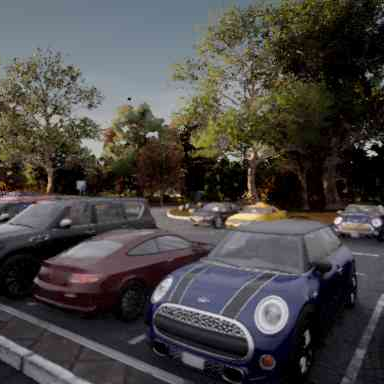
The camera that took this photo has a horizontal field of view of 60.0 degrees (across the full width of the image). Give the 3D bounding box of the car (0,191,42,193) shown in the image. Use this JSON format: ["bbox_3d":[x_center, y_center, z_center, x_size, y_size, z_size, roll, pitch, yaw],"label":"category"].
[{"bbox_3d":[-18.846,0.964,35.964,2.435,2.045,5.566,1,0,35],"label":"car"}]

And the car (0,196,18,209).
[{"bbox_3d":[-23.371,1.216,39.215,2.002,1.452,4.674,0,0,35],"label":"car"}]

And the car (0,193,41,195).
[{"bbox_3d":[-5.572,1.154,10.471,2.435,2.045,5.566,1,0,35],"label":"car"}]

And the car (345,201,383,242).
[{"bbox_3d":[8.526,1.340,16.566,2.185,1.767,4.553,1,0,35],"label":"car"}]

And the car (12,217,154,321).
[{"bbox_3d":[-0.990,1.487,7.243,2.002,1.452,4.674,1,0,35],"label":"car"}]

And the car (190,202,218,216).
[{"bbox_3d":[1.725,1.405,21.373,2.231,1.521,4.892,1,0,35],"label":"car"}]

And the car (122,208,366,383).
[{"bbox_3d":[1.315,1.343,5.645,2.185,1.767,4.553,1,0,35],"label":"car"}]

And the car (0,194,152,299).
[{"bbox_3d":[-3.288,1.175,8.846,2.435,2.045,5.566,1,0,35],"label":"car"}]

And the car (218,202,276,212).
[{"bbox_3d":[3.877,1.422,19.608,1.946,1.575,5.366,1,0,35],"label":"car"}]
